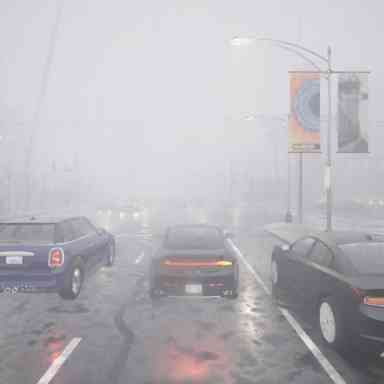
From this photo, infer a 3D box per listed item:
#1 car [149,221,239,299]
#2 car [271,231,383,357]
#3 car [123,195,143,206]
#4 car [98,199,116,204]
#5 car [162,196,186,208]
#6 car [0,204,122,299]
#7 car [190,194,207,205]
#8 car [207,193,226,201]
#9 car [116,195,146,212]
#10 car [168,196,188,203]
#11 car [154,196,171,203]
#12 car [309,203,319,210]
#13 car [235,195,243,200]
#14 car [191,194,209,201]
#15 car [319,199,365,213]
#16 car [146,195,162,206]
[{"bbox_3d":[0.049,1.505,8.443,1.837,1.490,4.892,0,0,0],"label":"car"},{"bbox_3d":[2.892,1.480,6.284,2.097,1.535,5.008,0,0,0],"label":"car"},{"bbox_3d":[-10.046,1.354,56.645,2.097,1.767,4.553,0,0,8],"label":"car"},{"bbox_3d":[-10.631,1.547,42.447,2.033,1.411,5.357,0,0,0],"label":"car"},{"bbox_3d":[-2.364,1.564,47.990,1.994,1.385,4.181,0,0,-23],"label":"car"},{"bbox_3d":[-3.450,1.352,8.625,2.097,1.767,4.553,0,0,0],"label":"car"},{"bbox_3d":[0.893,1.491,58.279,2.128,1.511,4.902,0,0,8],"label":"car"},{"bbox_3d":[6.148,1.225,82.194,2.150,2.045,5.566,0,0,43],"label":"car"},{"bbox_3d":[-7.127,1.351,39.192,2.097,1.767,4.553,0,0,0],"label":"car"},{"bbox_3d":[-2.928,1.542,69.455,2.033,1.411,5.357,0,0,23],"label":"car"},{"bbox_3d":[-6.200,1.553,70.697,1.994,1.385,4.181,0,0,23],"label":"car"},{"bbox_3d":[17.216,1.547,40.530,5.357,1.411,2.033,0,0,0],"label":"car"},{"bbox_3d":[14.057,1.519,92.436,4.674,1.442,1.812,0,0,-32],"label":"car"},{"bbox_3d":[2.017,1.355,82.989,2.097,1.767,4.553,0,0,43],"label":"car"},{"bbox_3d":[16.855,1.564,37.009,4.181,1.385,1.994,0,0,0],"label":"car"},{"bbox_3d":[-6.676,1.351,54.803,2.097,1.767,4.553,0,0,6],"label":"car"}]
